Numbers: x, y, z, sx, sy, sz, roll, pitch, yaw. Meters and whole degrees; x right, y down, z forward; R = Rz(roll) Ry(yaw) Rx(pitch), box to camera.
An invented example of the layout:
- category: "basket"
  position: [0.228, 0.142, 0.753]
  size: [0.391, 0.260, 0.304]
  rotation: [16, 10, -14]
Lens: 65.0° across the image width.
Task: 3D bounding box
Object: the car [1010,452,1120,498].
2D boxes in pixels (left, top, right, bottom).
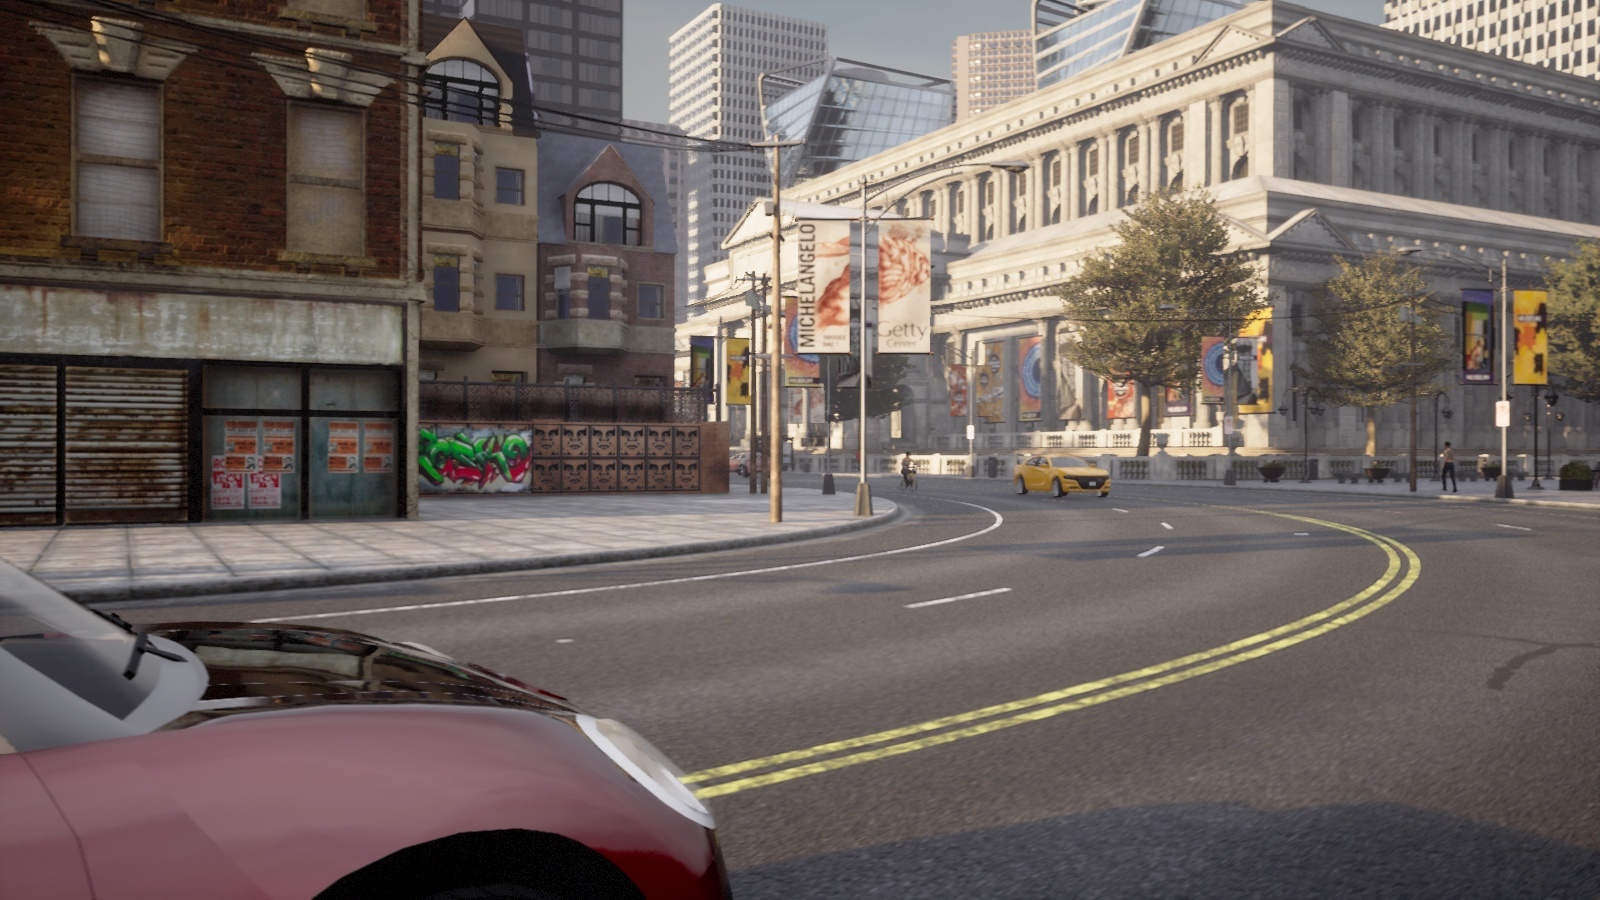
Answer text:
- category: "car"
  position: [9.343, 0.845, 44.701]
  size: [1.882, 1.535, 5.008]
  rotation: [0, 0, -13]

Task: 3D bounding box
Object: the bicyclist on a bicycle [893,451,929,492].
- category: "bicyclist on a bicycle"
  position: [4.375, 0.833, 49.488]
  size: [0.866, 1.612, 1.509]
  rotation: [-1, 0, -20]

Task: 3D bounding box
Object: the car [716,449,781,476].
- category: "car"
  position: [-3.331, 0.797, 80.234]
  size: [2.152, 1.651, 5.027]
  rotation: [0, 0, -28]

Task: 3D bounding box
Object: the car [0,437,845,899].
- category: "car"
  position: [-2.037, 0.724, 2.254]
  size: [3.806, 1.475, 1.970]
  rotation: [0, 0, -35]

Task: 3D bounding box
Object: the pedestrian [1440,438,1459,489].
- category: "pedestrian"
  position: [23.358, 0.487, 45.160]
  size: [0.345, 1.836, 0.594]
  rotation: [0, 0, -8]
